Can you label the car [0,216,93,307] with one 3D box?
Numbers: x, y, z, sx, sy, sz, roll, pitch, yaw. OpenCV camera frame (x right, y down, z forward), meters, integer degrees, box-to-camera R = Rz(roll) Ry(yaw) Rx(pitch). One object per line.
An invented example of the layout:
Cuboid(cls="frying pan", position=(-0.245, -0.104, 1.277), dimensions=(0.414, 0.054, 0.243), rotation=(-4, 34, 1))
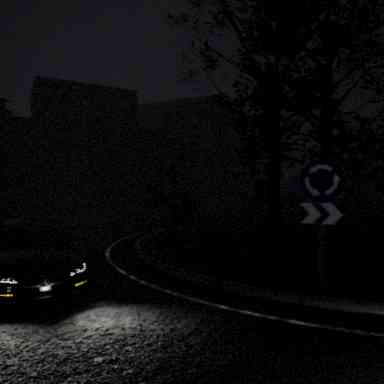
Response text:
Cuboid(cls="car", position=(-3.886, 1.430, 8.138), dimensions=(1.837, 1.490, 4.892), rotation=(-1, 2, -30))
